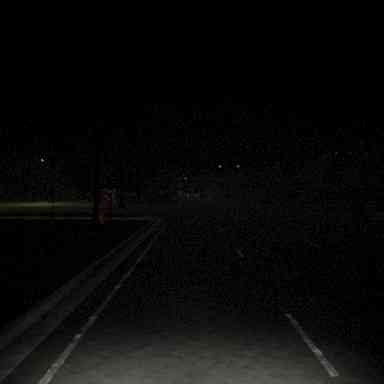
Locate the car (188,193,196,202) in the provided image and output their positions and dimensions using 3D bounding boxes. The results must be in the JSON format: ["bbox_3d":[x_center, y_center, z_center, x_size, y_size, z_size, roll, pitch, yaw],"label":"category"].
[{"bbox_3d":[0.011,1.388,73.022,1.882,1.535,5.008,0,0,0],"label":"car"}]
